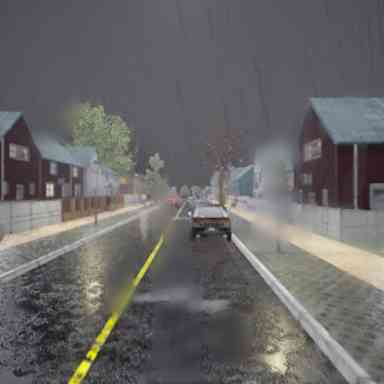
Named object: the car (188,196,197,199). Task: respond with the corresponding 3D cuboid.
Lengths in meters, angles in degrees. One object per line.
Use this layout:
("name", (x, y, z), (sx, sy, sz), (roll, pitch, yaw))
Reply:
("car", (0.824, 1.391, 32.399), (1.882, 1.535, 5.008), (0, 0, 0))

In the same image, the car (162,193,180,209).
("car", (-2.829, 1.137, 45.090), (2.150, 2.045, 5.566), (0, 0, 0))

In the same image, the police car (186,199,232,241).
("police car", (0.825, 1.371, 16.507), (1.930, 1.638, 5.238), (0, 0, 0))

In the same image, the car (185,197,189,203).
("car", (-0.002, 1.413, 50.489), (2.128, 1.511, 4.902), (0, 0, 0))

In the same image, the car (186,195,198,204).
("car", (-0.003, 1.462, 66.173), (2.128, 1.511, 4.902), (0, 0, 0))
